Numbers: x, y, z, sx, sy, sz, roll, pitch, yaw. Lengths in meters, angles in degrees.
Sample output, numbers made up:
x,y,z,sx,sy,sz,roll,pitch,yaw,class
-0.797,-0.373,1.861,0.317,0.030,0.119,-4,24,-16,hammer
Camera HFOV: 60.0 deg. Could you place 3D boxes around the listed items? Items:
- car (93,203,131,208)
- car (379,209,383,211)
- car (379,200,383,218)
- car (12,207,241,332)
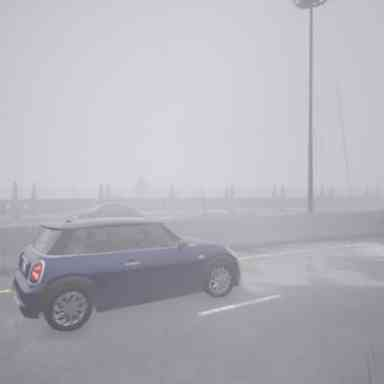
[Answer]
x,y,z,sx,sy,sz,roll,pitch,yaw,class
-5.440,1.422,21.004,4.674,1.442,1.812,0,0,-31,car
15.046,1.445,23.100,4.892,1.490,1.837,1,0,-20,car
18.434,1.432,27.968,4.892,1.490,1.837,0,0,-17,car
-1.139,1.318,6.966,4.553,1.767,2.097,0,0,-33,car
